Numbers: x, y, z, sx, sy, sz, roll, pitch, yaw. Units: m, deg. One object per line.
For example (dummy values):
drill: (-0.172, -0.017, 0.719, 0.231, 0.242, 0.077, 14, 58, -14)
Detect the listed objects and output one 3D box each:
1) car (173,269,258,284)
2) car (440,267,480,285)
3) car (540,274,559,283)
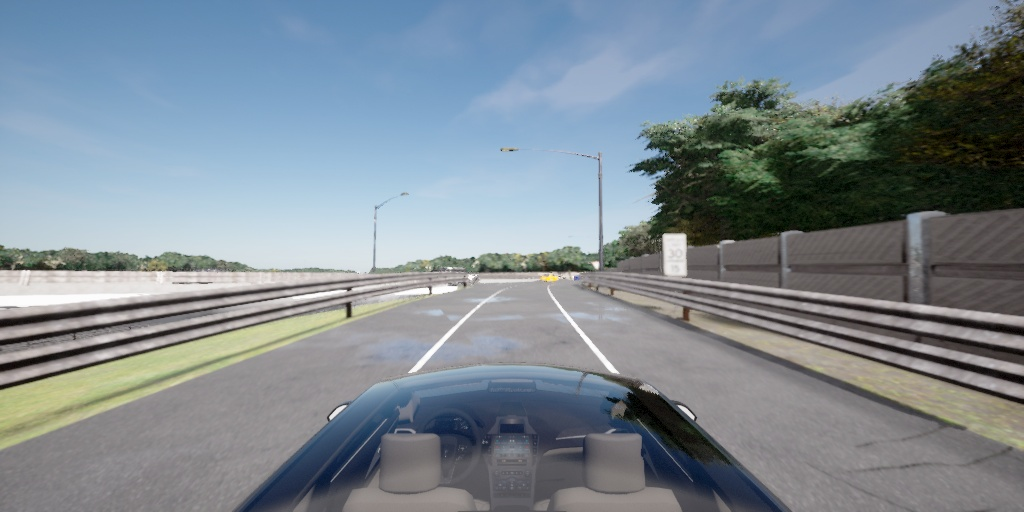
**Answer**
car: (-21.973, 1.734, 26.817, 4.902, 1.511, 2.128, 3, -4, -40)
car: (-6.245, 2.408, 42.470, 2.150, 2.045, 5.566, -2, -4, 39)
car: (6.487, 3.818, 61.920, 1.882, 1.535, 5.008, -1, -4, 27)
